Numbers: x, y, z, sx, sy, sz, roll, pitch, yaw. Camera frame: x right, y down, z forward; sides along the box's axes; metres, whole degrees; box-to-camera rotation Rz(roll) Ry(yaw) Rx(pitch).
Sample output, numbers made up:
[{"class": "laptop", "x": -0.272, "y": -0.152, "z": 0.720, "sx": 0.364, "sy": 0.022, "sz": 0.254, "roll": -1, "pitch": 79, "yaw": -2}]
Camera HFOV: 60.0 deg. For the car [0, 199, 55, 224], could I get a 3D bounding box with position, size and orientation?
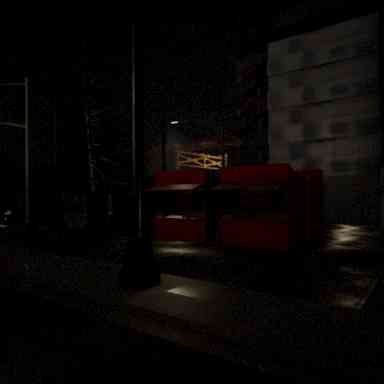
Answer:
[{"class": "car", "x": -12.922, "y": 1.491, "z": 26.298, "sx": 2.097, "sy": 1.767, "sz": 4.553, "roll": -1, "pitch": -1, "yaw": 36}]
